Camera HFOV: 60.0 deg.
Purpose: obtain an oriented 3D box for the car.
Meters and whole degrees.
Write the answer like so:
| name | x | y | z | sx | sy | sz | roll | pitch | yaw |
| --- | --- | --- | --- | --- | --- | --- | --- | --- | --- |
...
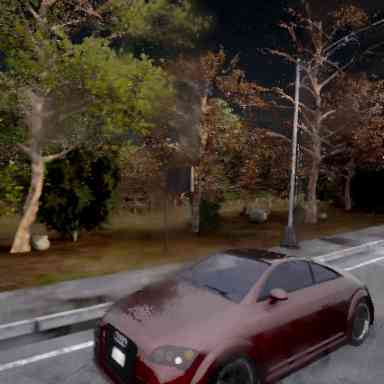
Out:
| name | x | y | z | sx | sy | sz | roll | pitch | yaw |
| --- | --- | --- | --- | --- | --- | --- | --- | --- | --- |
| car | 0.799 | 1.567 | 4.765 | 4.181 | 1.385 | 1.994 | 0 | 0 | -37 |
